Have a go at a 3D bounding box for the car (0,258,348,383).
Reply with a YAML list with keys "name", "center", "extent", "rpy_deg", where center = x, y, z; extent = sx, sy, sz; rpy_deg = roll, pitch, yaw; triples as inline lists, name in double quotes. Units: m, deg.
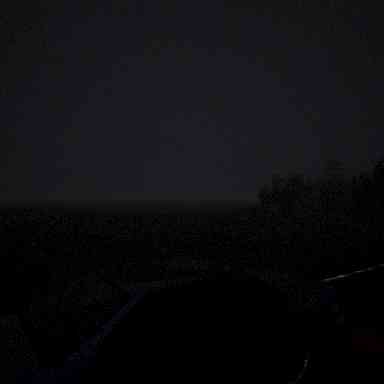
- name: "car"
  center: [-0.451, 1.548, 3.671]
  extent: [5.357, 1.411, 2.033]
  rpy_deg: [0, 0, -36]
